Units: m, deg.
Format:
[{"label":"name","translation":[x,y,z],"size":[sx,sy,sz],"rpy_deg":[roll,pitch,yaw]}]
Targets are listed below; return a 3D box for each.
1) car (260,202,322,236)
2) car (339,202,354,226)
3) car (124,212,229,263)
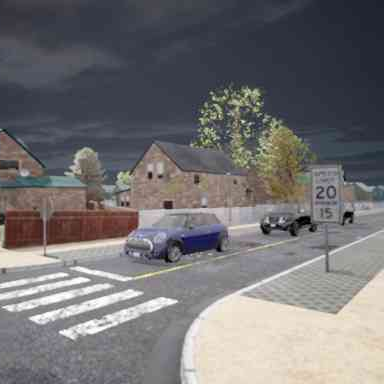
[{"label":"car","translation":[6.559,1.709,22.074],"size":[2.150,2.045,5.566],"rpy_deg":[-1,-2,38]},{"label":"car","translation":[13.224,1.914,30.528],"size":[2.150,2.045,5.566],"rpy_deg":[-1,-2,38]},{"label":"car","translation":[-0.480,1.628,13.281],"size":[2.097,1.767,4.553],"rpy_deg":[-1,-2,40]}]
